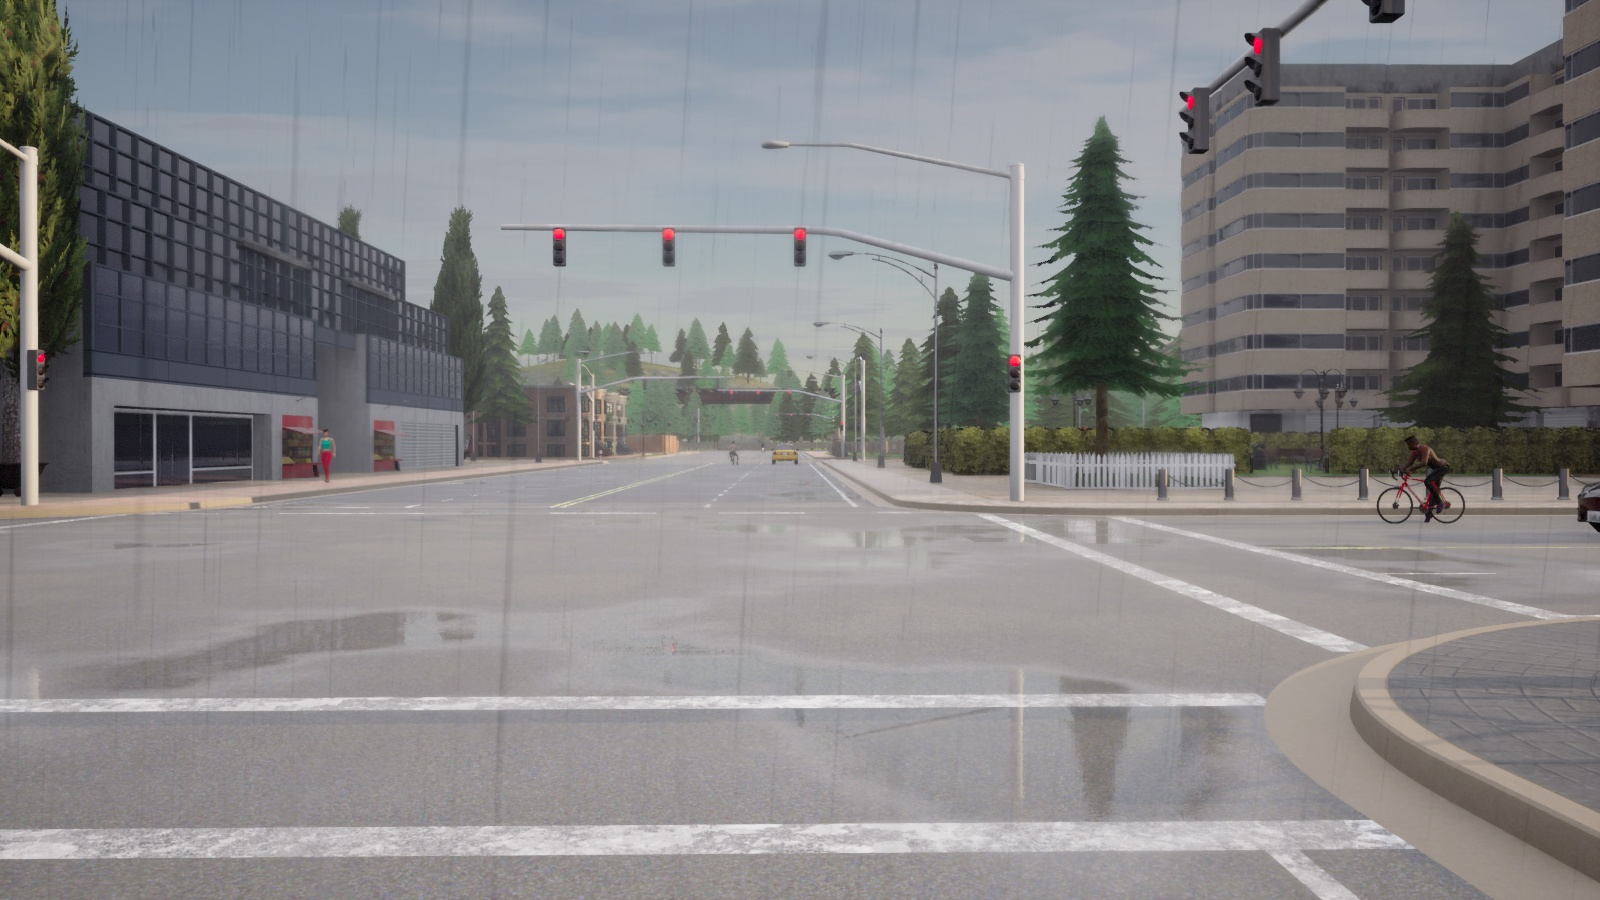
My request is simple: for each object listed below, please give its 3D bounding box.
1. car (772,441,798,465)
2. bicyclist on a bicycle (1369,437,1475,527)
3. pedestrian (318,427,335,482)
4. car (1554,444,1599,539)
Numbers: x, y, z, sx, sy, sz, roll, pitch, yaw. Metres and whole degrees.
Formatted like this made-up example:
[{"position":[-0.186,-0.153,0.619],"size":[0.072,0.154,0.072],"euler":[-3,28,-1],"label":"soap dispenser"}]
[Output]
[{"position":[-1.048,0.189,87.747],"size":[1.801,1.575,5.366],"euler":[0,0,-1],"label":"car"},{"position":[11.414,0.578,23.080],"size":[1.656,1.620,0.582],"euler":[0,0,-1],"label":"bicyclist on a bicycle"},{"position":[-15.910,0.154,42.189],"size":[0.345,1.836,0.594],"euler":[0,0,-1],"label":"pedestrian"},{"position":[14.827,0.647,19.625],"size":[4.792,1.488,2.163],"euler":[0,0,-1],"label":"car"}]
